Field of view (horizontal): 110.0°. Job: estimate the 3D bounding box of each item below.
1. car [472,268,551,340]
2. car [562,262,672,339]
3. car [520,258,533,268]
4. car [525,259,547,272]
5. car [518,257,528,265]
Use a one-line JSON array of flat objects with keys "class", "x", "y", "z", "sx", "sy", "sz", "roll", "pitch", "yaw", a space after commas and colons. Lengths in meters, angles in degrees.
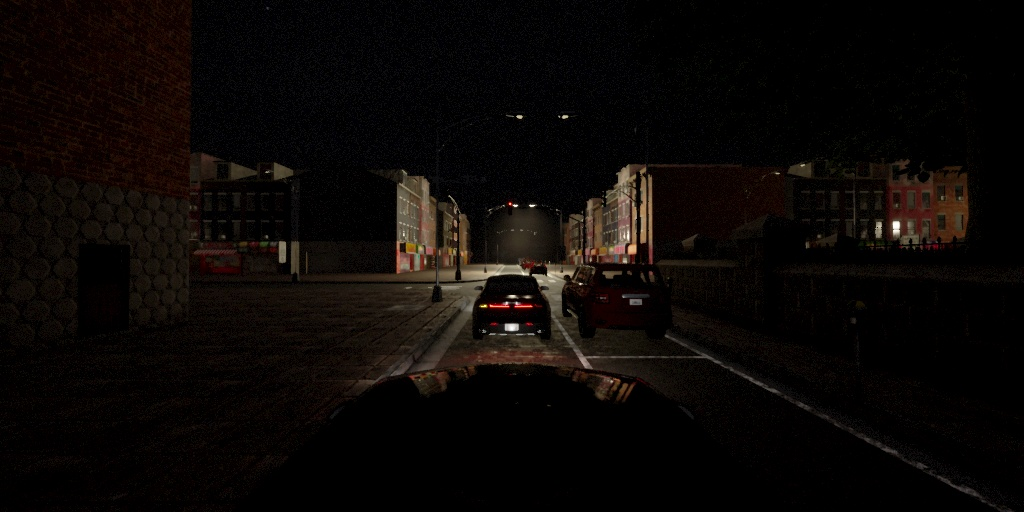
[{"class": "car", "x": -0.009, "y": 1.258, "z": 9.995, "sx": 1.837, "sy": 1.490, "sz": 4.892, "roll": 0, "pitch": 0, "yaw": 0}, {"class": "car", "x": 2.629, "y": 1.068, "z": 10.036, "sx": 2.192, "sy": 1.841, "sz": 5.009, "roll": 0, "pitch": 0, "yaw": 0}, {"class": "car", "x": 2.582, "y": 1.372, "z": 52.777, "sx": 1.888, "sy": 1.381, "sz": 4.507, "roll": 0, "pitch": 0, "yaw": 0}, {"class": "car", "x": 2.600, "y": 1.334, "z": 36.465, "sx": 1.888, "sy": 1.381, "sz": 4.507, "roll": 0, "pitch": 0, "yaw": 0}, {"class": "car", "x": 2.576, "y": 1.157, "z": 58.214, "sx": 2.192, "sy": 1.841, "sz": 5.009, "roll": 0, "pitch": 0, "yaw": 0}]
